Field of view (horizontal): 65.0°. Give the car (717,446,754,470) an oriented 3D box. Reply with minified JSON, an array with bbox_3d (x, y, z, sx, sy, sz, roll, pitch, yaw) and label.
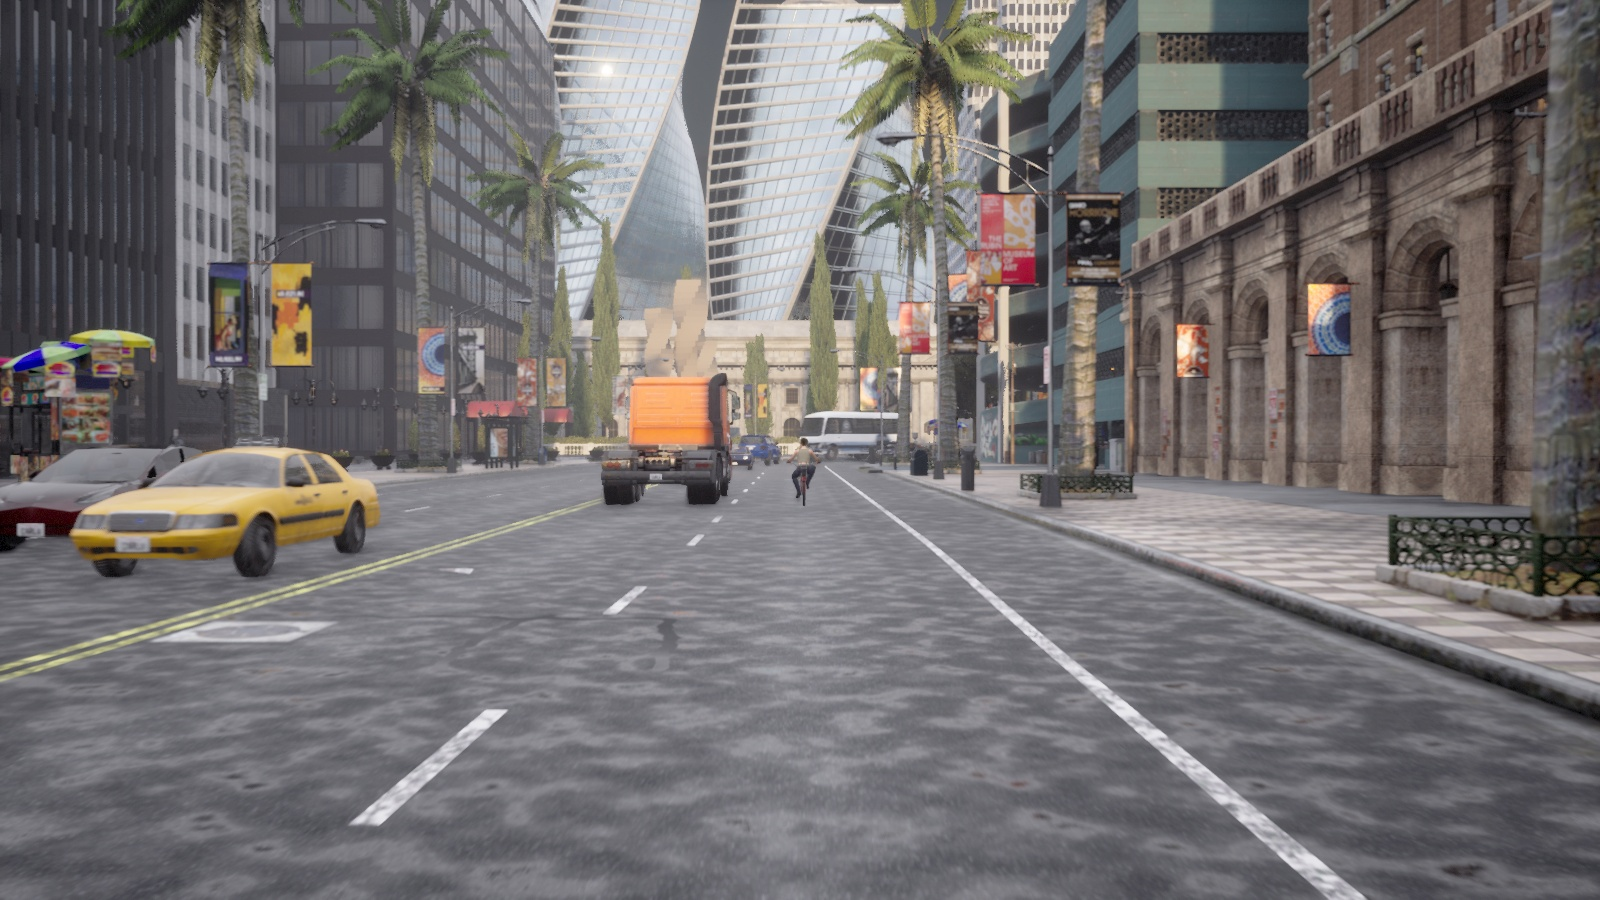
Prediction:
[{"bbox_3d":[-3.624,0.440,71.663,1.895,1.301,4.718,0,0,0],"label":"car"}]

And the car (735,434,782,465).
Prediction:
[{"bbox_3d":[-2.786,-0.022,86.159,2.150,2.045,5.566,0,0,10],"label":"car"}]

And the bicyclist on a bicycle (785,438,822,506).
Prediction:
[{"bbox_3d":[0.088,0.512,30.357,0.866,1.612,1.509,0,0,0],"label":"bicyclist on a bicycle"}]

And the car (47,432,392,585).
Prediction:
[{"bbox_3d":[-6.873,0.592,15.668,1.801,1.575,5.366,0,0,0],"label":"car"}]

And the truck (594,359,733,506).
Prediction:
[{"bbox_3d":[-3.422,-0.427,33.496,2.891,3.462,7.936,0,0,0],"label":"truck"}]

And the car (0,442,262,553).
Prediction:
[{"bbox_3d":[-10.362,0.629,19.253,2.163,1.488,4.792,0,0,0],"label":"car"}]
